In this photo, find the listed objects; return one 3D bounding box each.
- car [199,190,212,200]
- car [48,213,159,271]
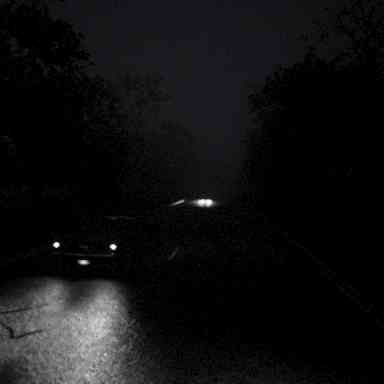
[{"bbox_3d":[2.184,0.395,52.099,2.128,1.511,4.902,1,1,6],"label":"car"},{"bbox_3d":[-2.389,1.354,10.235,1.895,1.301,4.718,1,1,6],"label":"car"}]
